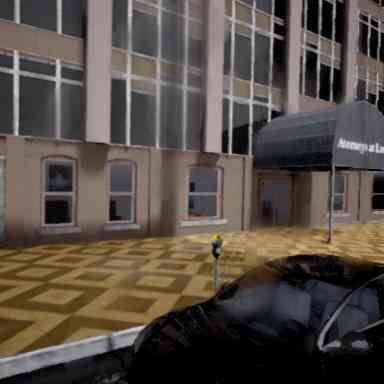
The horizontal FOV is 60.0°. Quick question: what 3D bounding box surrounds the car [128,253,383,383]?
[{"bbox_3d":[1.428,1.509,3.921,4.313,1.339,1.947,1,1,-33],"label":"car"}]
